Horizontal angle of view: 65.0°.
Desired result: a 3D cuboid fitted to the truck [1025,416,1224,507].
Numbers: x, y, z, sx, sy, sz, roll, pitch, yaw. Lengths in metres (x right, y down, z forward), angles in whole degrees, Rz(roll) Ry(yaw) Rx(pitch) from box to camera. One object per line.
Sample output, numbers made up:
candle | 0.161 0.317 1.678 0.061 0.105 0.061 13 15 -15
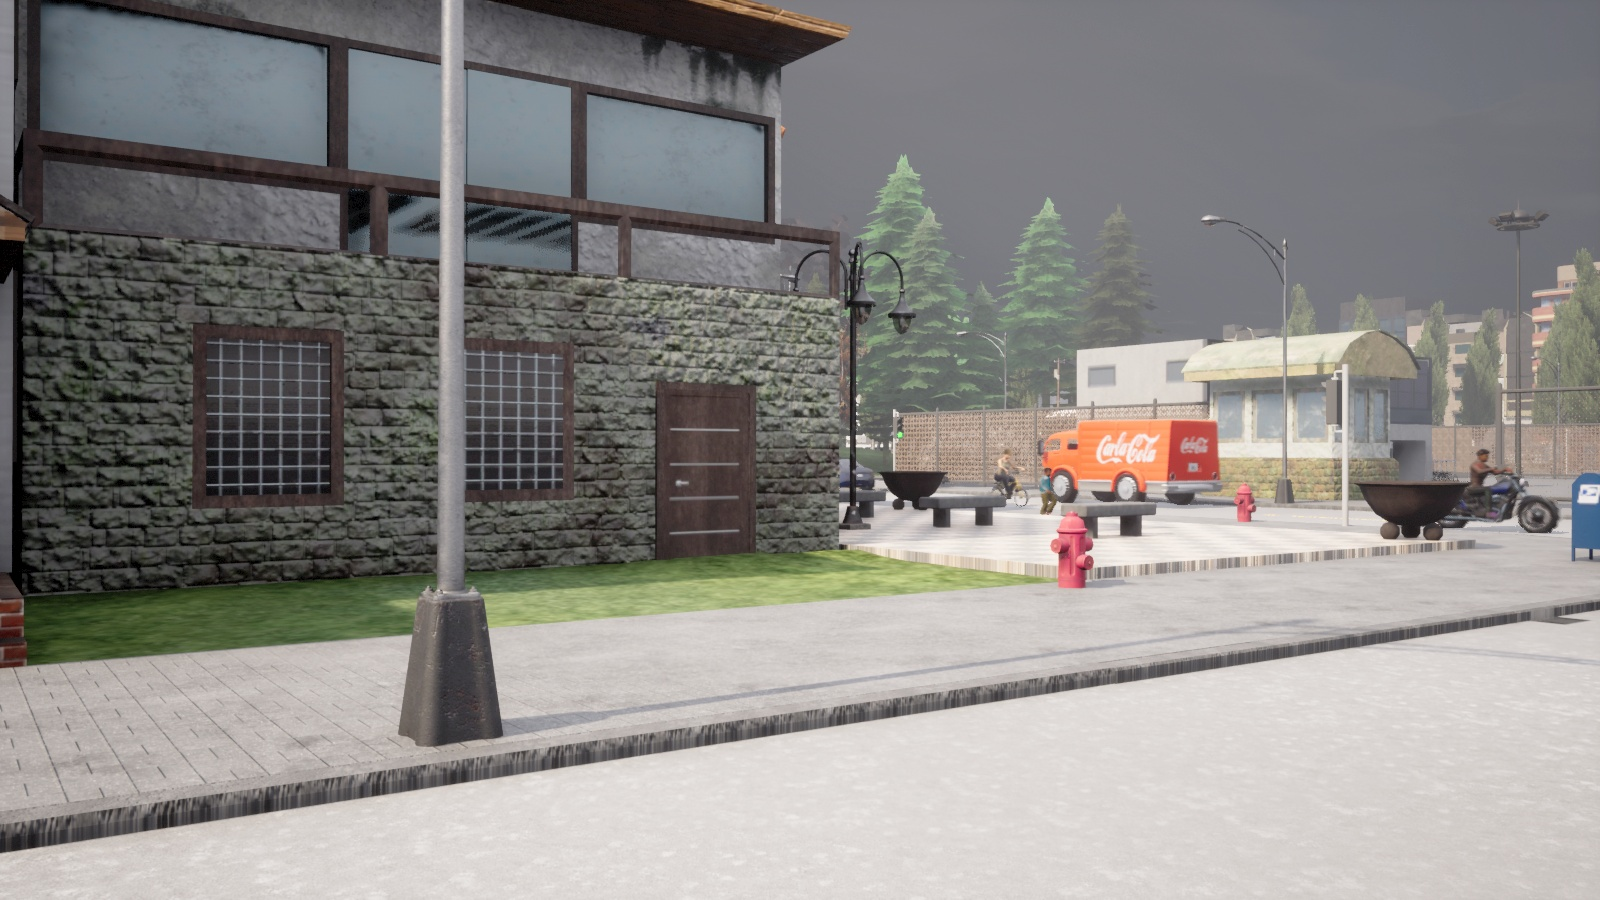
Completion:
truck | 9.429 0.329 36.927 2.627 2.467 5.204 0 0 -35

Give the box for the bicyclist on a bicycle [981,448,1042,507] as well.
bicyclist on a bicycle | 5.881 0.755 35.023 0.866 1.612 1.509 0 0 -35

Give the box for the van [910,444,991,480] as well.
van | 8.448 0.651 70.230 4.442 1.987 1.775 0 0 -35

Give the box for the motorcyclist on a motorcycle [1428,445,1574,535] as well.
motorcyclist on a motorcycle | 13.437 0.726 24.158 0.766 1.649 2.350 0 0 -35

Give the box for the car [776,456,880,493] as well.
car | 1.038 0.926 48.999 1.994 1.385 4.181 0 0 -34

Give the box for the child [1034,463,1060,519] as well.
child | 5.358 0.887 27.238 0.343 1.192 0.448 0 0 -44
